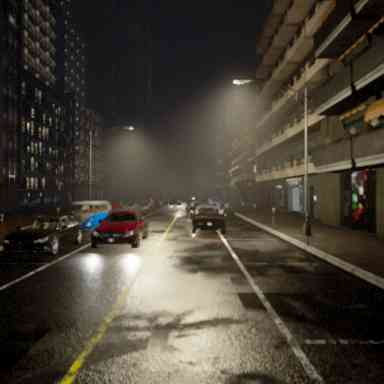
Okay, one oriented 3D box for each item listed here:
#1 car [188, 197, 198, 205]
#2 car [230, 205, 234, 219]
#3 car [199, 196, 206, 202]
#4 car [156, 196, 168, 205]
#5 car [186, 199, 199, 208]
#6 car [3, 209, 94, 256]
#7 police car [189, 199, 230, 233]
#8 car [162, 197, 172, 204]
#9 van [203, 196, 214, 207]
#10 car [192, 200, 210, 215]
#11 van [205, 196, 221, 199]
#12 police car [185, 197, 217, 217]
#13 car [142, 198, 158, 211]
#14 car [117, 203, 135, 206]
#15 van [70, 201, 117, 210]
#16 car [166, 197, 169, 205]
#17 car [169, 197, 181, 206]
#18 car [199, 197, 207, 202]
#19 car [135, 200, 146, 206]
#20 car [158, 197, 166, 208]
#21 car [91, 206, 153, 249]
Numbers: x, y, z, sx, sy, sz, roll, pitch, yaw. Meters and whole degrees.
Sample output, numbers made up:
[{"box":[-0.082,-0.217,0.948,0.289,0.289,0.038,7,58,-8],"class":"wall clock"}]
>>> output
[{"box":[0.113,1.809,67.905,1.994,1.385,4.181,0,0,0],"class":"car"},{"box":[2.736,1.642,29.728,2.008,1.369,4.403,0,0,0],"class":"car"},{"box":[2.834,1.865,90.648,1.752,1.417,4.829,0,0,0],"class":"car"},{"box":[-5.592,1.659,62.879,1.967,1.590,4.097,0,0,0],"class":"car"},{"box":[0.085,1.779,52.799,1.895,1.301,4.718,0,0,0],"class":"car"},{"box":[-5.672,1.591,13.173,2.008,1.369,4.403,0,0,0],"class":"car"},{"box":[0.933,1.486,20.170,1.930,1.638,5.238,0,0,0],"class":"police car"},{"box":[-5.573,1.830,73.924,1.947,1.339,4.313,0,0,0],"class":"car"},{"box":[2.780,1.537,57.341,1.690,1.788,3.998,0,0,0],"class":"van"},{"box":[0.958,1.639,36.061,1.812,1.442,4.674,0,0,0],"class":"car"},{"box":[2.753,1.472,40.774,1.690,1.788,3.998,0,0,0],"class":"van"},{"box":[0.512,1.518,30.070,1.930,1.638,5.238,0,0,-8],"class":"police car"},{"box":[-5.628,1.571,40.788,1.967,1.590,4.097,0,0,0],"class":"car"},{"box":[-5.654,1.618,24.218,1.887,1.381,4.507,0,0,0],"class":"car"},{"box":[-5.663,1.398,18.696,1.690,1.788,3.998,0,0,0],"class":"van"},{"box":[-5.600,1.747,57.355,2.008,1.369,4.403,0,0,0],"class":"car"},{"box":[-2.904,1.807,59.236,2.033,1.411,5.357,0,0,0],"class":"car"},{"box":[2.825,1.879,84.956,1.947,1.339,4.313,0,0,0],"class":"car"},{"box":[-5.645,1.658,29.741,1.947,1.339,4.313,0,0,0],"class":"car"},{"box":[-5.609,1.725,51.832,2.008,1.369,4.403,0,0,0],"class":"car"},{"box":[-3.076,1.571,14.948,1.812,1.442,4.674,0,0,0],"class":"car"}]
